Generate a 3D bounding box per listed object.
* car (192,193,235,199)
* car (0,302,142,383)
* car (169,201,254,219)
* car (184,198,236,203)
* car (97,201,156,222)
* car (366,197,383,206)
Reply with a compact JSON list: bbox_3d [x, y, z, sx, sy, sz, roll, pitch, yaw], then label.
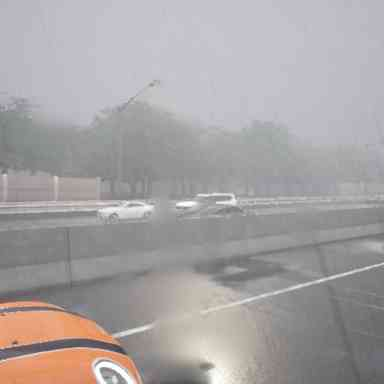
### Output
[{"bbox_3d":[1.192,1.145,26.299,5.566,2.045,2.150,0,0,-35],"label":"car"},{"bbox_3d":[-2.525,1.356,1.944,4.553,1.767,2.097,0,0,-36],"label":"car"},{"bbox_3d":[1.321,1.451,17.810,4.892,1.490,1.837,0,0,-35],"label":"car"},{"bbox_3d":[0.845,1.414,21.762,5.008,1.535,1.882,0,0,-35],"label":"car"},{"bbox_3d":[-5.047,1.471,26.165,4.674,1.442,1.812,0,0,-35],"label":"car"},{"bbox_3d":[27.862,1.349,49.260,4.718,1.301,1.895,0,0,-34],"label":"car"}]
